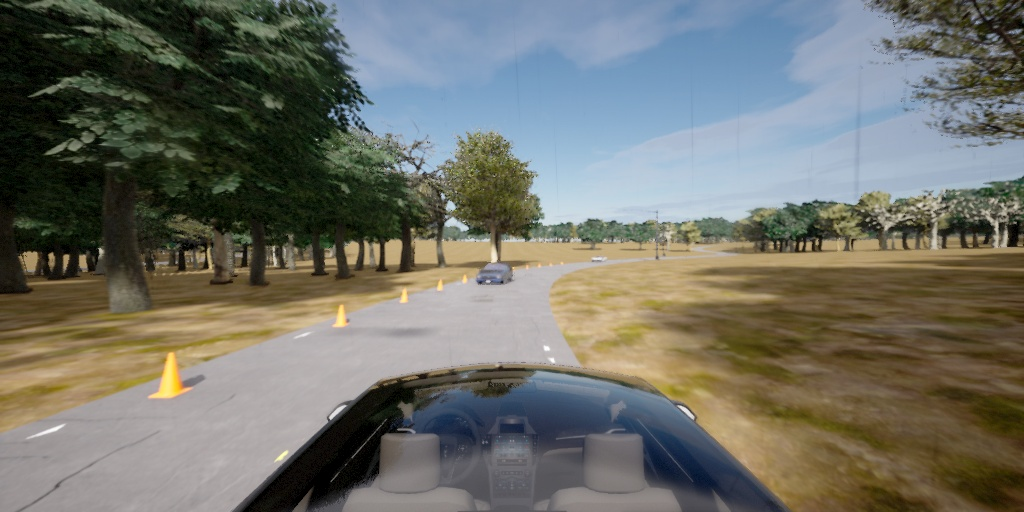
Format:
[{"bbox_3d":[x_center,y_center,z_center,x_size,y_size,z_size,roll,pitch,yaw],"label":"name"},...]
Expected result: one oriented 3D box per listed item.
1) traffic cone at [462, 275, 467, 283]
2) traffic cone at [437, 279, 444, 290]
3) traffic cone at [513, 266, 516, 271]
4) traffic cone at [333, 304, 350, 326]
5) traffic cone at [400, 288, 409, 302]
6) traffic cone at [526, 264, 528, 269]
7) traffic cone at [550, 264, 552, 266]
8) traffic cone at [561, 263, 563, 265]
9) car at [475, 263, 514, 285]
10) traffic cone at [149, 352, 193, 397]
[{"bbox_3d":[-3.355,1.596,25.597,0.340,0.580,0.340,0,0,10],"label":"traffic cone"},{"bbox_3d":[-4.105,1.635,20.528,0.340,0.580,0.340,0,0,7],"label":"traffic cone"},{"bbox_3d":[0.284,1.433,40.524,0.340,0.580,0.340,0,0,18],"label":"traffic cone"},{"bbox_3d":[-4.899,1.690,10.309,0.340,0.580,0.340,0,0,2],"label":"traffic cone"},{"bbox_3d":[-4.620,1.667,15.428,0.340,0.580,0.340,0,0,4],"label":"traffic cone"},{"bbox_3d":[1.952,1.366,45.369,0.340,0.580,0.340,0,0,20],"label":"traffic cone"},{"bbox_3d":[5.948,1.222,54.803,0.340,0.580,0.340,0,0,26],"label":"traffic cone"},{"bbox_3d":[8.269,1.151,59.371,0.340,0.580,0.340,0,0,28],"label":"traffic cone"},{"bbox_3d":[-1.074,1.198,25.286,2.033,1.411,5.357,0,1,10],"label":"car"},{"bbox_3d":[-4.952,1.704,5.221,0.340,0.580,0.340,0,0,0],"label":"traffic cone"}]
